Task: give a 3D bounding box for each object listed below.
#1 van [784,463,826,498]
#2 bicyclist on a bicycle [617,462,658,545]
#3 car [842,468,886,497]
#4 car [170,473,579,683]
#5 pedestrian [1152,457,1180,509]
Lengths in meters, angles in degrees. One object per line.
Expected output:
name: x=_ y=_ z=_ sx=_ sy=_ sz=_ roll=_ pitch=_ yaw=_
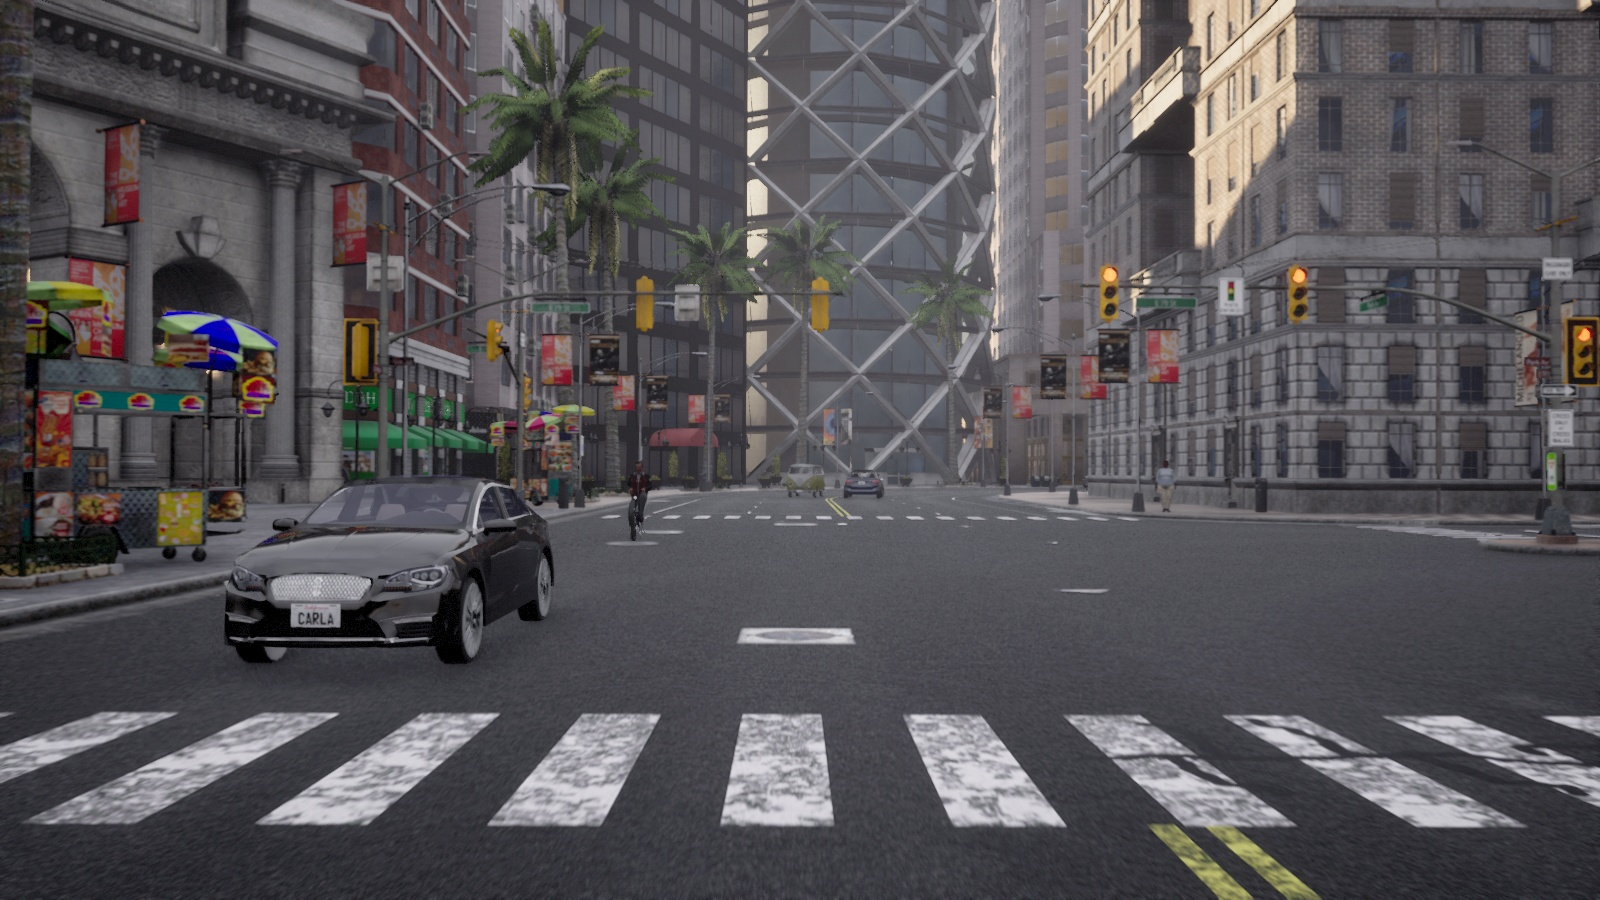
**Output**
van: x=0.339 y=1.813 z=74.622 sx=1.775 sy=1.987 sz=4.442 roll=0 pitch=-1 yaw=9
bicyclist on a bicycle: x=-3.578 y=1.163 z=27.725 sx=0.659 sy=1.776 sz=1.843 roll=0 pitch=-1 yaw=0
car: x=3.832 y=1.887 z=74.433 sx=2.242 sy=1.667 sz=4.611 roll=0 pitch=-1 yaw=7
car: x=-3.533 y=0.979 z=11.616 sx=2.128 sy=1.511 sz=4.902 roll=0 pitch=-1 yaw=0
pedestrian: x=13.030 y=1.167 z=44.731 sx=0.874 sy=1.855 sz=0.900 roll=0 pitch=-1 yaw=13
